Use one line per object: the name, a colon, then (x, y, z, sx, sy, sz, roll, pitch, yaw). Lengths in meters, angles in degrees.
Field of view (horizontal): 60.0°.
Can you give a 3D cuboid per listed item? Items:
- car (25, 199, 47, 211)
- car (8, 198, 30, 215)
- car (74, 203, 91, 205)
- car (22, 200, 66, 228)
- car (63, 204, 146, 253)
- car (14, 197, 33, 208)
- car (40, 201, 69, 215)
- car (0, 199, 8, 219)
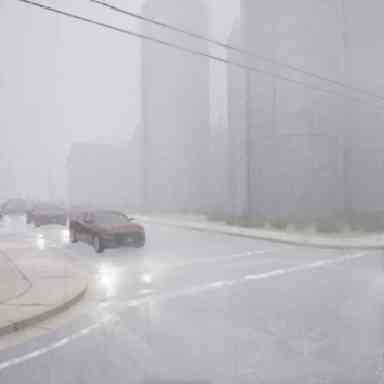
car: (-20.750, 1.686, 44.157, 1.994, 1.385, 4.181, 0, 0, -34)
car: (-18.528, 1.464, 34.830, 2.097, 1.767, 4.553, 0, 0, -35)
car: (-9.319, 1.620, 28.304, 1.994, 1.385, 4.181, 0, 0, -36)
car: (-10.210, 1.539, 23.215, 1.882, 1.535, 5.008, 0, 0, -36)
car: (-3.726, 1.502, 14.183, 1.882, 1.535, 5.008, 0, 0, -36)
car: (-26.163, 1.631, 51.614, 1.882, 1.535, 5.008, 0, 0, -36)
car: (-15.154, 1.691, 36.421, 1.895, 1.301, 4.718, 0, 0, -35)
car: (-17.737, 1.584, 26.644, 4.611, 1.667, 2.242, 0, 0, -35)
